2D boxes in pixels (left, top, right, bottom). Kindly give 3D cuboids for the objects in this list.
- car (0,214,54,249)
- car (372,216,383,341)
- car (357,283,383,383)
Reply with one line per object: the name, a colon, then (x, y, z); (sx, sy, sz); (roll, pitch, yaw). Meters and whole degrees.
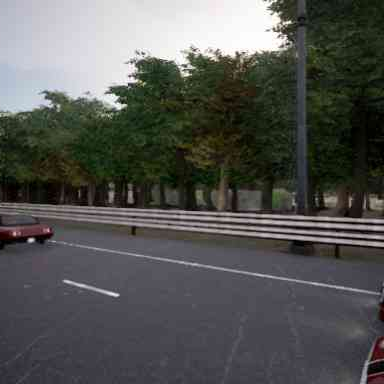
car: (-8.097, 1.606, 14.488); (4.718, 1.301, 1.895); (0, 0, 38)
car: (5.210, 1.358, 4.622); (4.553, 1.767, 2.097); (0, 0, 35)
car: (3.319, 1.356, 1.672); (4.553, 1.767, 2.097); (0, 0, 35)
